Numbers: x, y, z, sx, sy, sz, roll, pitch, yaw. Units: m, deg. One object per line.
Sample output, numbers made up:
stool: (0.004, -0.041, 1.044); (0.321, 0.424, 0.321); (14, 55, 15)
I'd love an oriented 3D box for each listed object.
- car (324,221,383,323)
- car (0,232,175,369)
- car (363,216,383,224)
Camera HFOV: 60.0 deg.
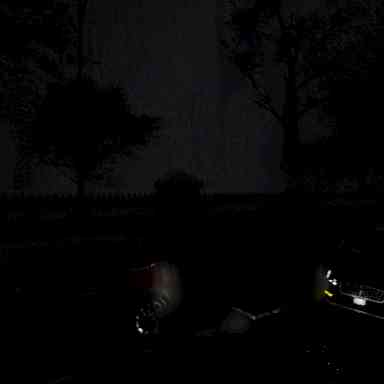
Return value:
car: (4.632, 1.473, 6.680); (4.892, 1.490, 1.837); (0, 0, -35)
car: (-2.365, 1.437, 4.875); (4.097, 1.590, 1.967); (0, 0, -35)
car: (6.806, 1.500, 11.412); (4.403, 1.369, 2.008); (0, 0, -35)
